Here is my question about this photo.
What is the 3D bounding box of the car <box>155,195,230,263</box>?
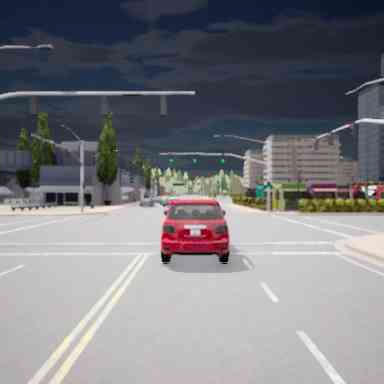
[{"bbox_3d":[0.099,1.256,12.200,2.150,2.045,5.566,0,0,0],"label":"car"}]

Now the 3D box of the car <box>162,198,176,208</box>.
[{"bbox_3d":[-3.569,1.711,52.204,1.994,1.385,4.181,0,0,0],"label":"car"}]

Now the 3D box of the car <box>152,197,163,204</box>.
[{"bbox_3d":[-6.998,1.715,67.794,1.812,1.442,4.674,0,0,0],"label":"car"}]

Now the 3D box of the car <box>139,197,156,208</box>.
[{"bbox_3d":[-7.069,1.672,52.142,1.812,1.442,4.674,0,0,0],"label":"car"}]
